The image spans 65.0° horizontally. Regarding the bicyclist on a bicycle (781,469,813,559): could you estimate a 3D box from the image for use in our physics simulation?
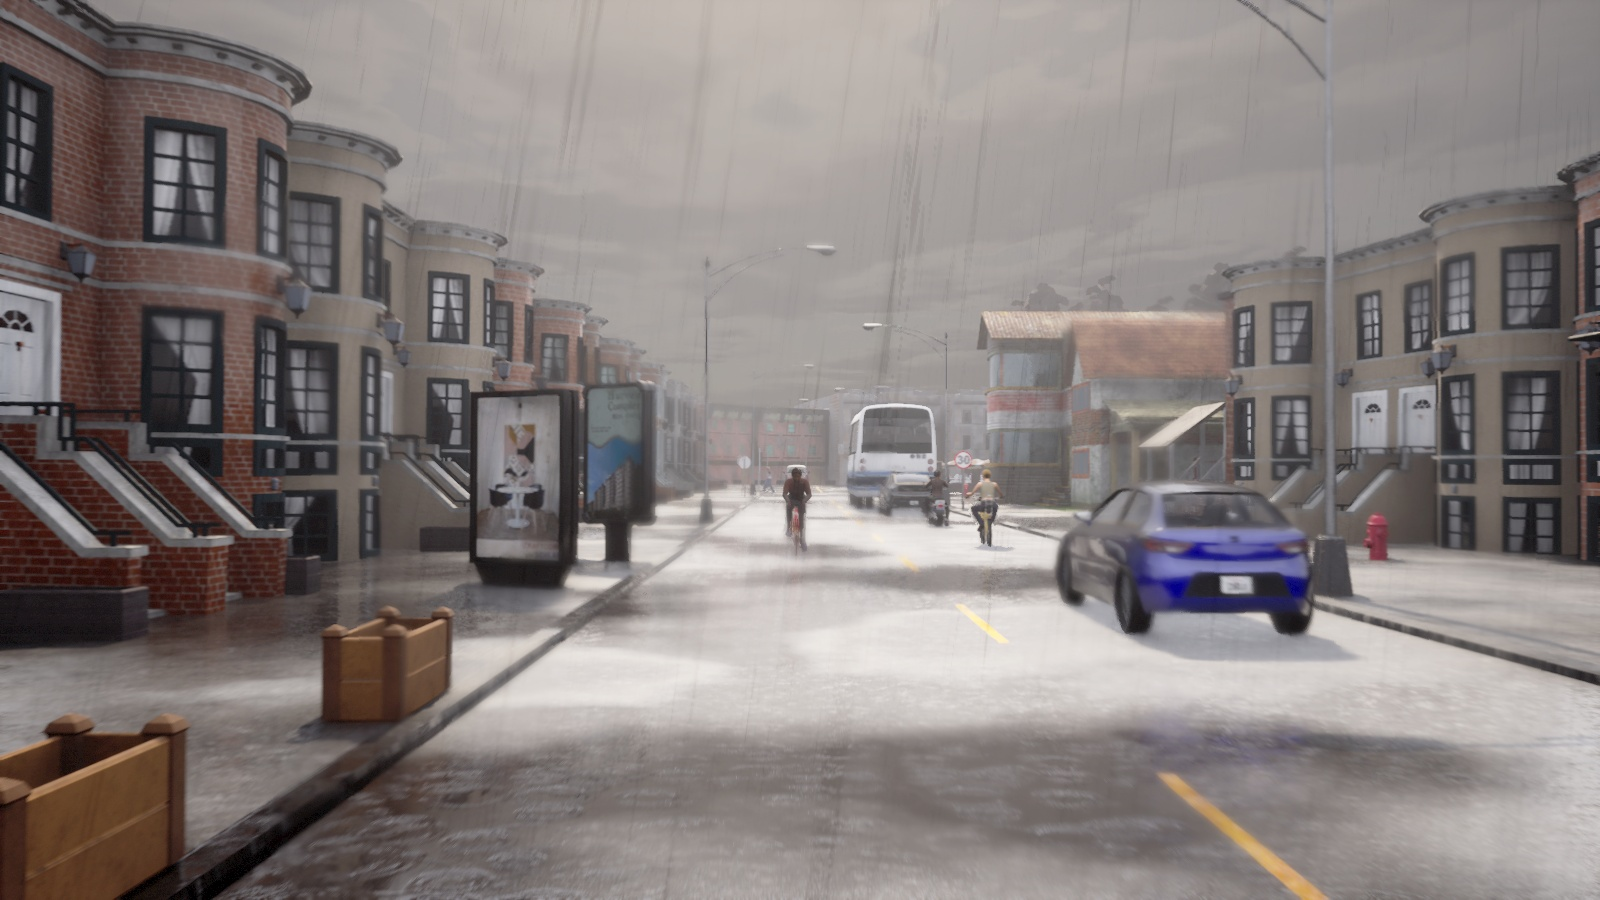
[{"bbox_3d":[-0.055,1.160,23.413,0.582,1.620,1.656,0,-1,0],"label":"bicyclist on a bicycle"}]

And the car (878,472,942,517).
[{"bbox_3d":[3.895,1.561,45.195,1.837,1.490,4.892,0,-1,0],"label":"car"}]

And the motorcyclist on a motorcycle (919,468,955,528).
[{"bbox_3d":[3.916,1.354,36.099,0.766,1.649,2.350,0,-1,0],"label":"motorcyclist on a motorcycle"}]

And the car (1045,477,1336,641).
[{"bbox_3d":[3.968,1.039,13.541,1.816,1.474,4.193,0,-1,0],"label":"car"}]

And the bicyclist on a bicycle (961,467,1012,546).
[{"bbox_3d":[3.933,1.181,26.596,0.866,1.612,1.509,0,-1,0],"label":"bicyclist on a bicycle"}]

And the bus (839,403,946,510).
[{"bbox_3d":[3.855,0.348,55.288,3.944,4.253,10.273,0,-1,0],"label":"bus"}]
